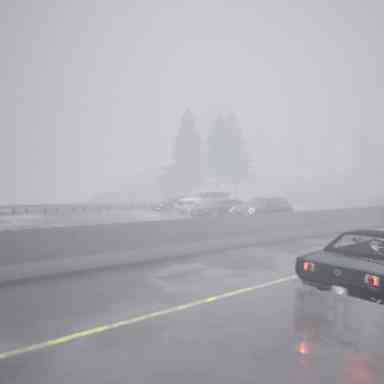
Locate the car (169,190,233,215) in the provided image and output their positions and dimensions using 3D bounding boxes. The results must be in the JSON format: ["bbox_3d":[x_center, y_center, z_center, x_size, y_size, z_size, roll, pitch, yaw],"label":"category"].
[{"bbox_3d":[1.235,0.829,27.543,5.566,2.045,2.150,0,1,-38],"label":"car"}]

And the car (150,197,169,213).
[{"bbox_3d":[-1.444,1.053,29.886,4.892,1.490,1.837,0,1,-38],"label":"car"}]

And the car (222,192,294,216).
[{"bbox_3d":[4.438,1.083,21.149,4.553,1.767,2.097,0,1,-38],"label":"car"}]

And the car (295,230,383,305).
[{"bbox_3d":[4.476,1.529,7.535,4.718,1.301,1.895,0,1,-38],"label":"car"}]

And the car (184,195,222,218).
[{"bbox_3d":[2.083,1.175,23.751,4.892,1.490,1.837,0,1,-38],"label":"car"}]
